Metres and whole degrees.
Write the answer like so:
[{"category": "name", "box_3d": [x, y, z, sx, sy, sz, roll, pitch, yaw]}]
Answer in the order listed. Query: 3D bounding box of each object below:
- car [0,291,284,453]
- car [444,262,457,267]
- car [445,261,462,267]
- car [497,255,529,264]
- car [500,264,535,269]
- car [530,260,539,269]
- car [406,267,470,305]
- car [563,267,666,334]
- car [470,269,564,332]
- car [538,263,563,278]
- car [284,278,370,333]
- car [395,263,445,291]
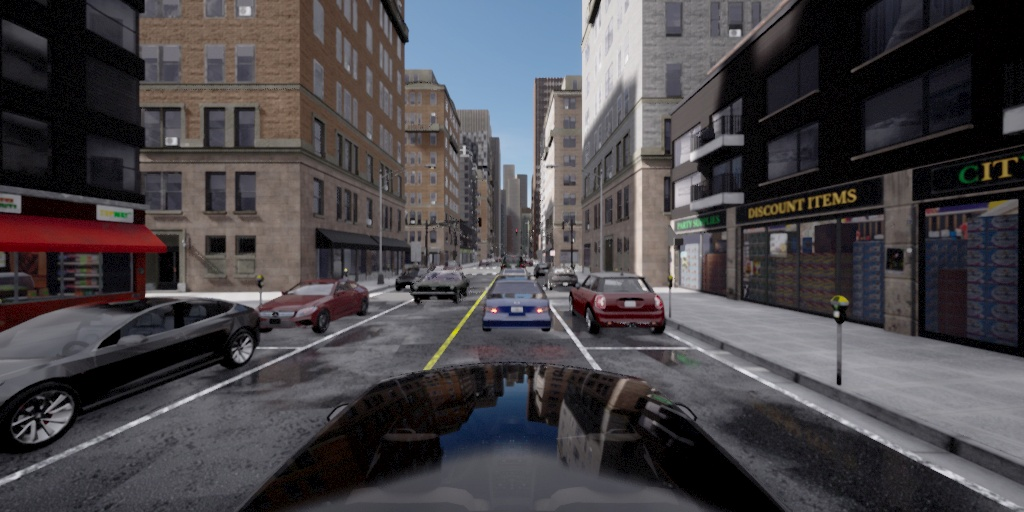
[{"category": "car", "box_3d": [-5.665, 1.312, 5.147, 1.948, 1.339, 4.313, 0, 0, 0]}, {"category": "car", "box_3d": [-5.613, 1.312, 27.152, 1.802, 1.307, 4.207, 0, 0, 0]}, {"category": "car", "box_3d": [-5.600, 1.166, 32.654, 1.967, 1.591, 4.097, 0, 0, 0]}, {"category": "car", "box_3d": [0.075, 0.949, 31.380, 2.150, 2.045, 5.566, 0, 0, -1]}, {"category": "car", "box_3d": [0.142, 1.335, 21.348, 1.895, 1.301, 4.718, 0, 0, 0]}, {"category": "car", "box_3d": [2.926, 1.292, 32.633, 1.948, 1.339, 4.313, 0, 0, 0]}, {"category": "car", "box_3d": [-3.066, 1.338, 16.253, 1.895, 1.301, 4.718, 0, 0, 0]}, {"category": "car", "box_3d": [2.874, 1.182, 10.628, 1.967, 1.591, 4.097, 0, 0, 0]}, {"category": "car", "box_3d": [0.120, 1.289, 10.842, 2.033, 1.411, 5.357, 0, 0, 0]}, {"category": "car", "box_3d": [2.899, 1.284, 21.631, 2.007, 1.370, 4.403, 0, 0, 0]}, {"category": "car", "box_3d": [-5.652, 1.324, 10.648, 1.802, 1.307, 4.207, 0, 0, 0]}, {"category": "car", "box_3d": [-5.626, 1.299, 21.651, 1.948, 1.339, 4.313, 0, 0, 0]}]
